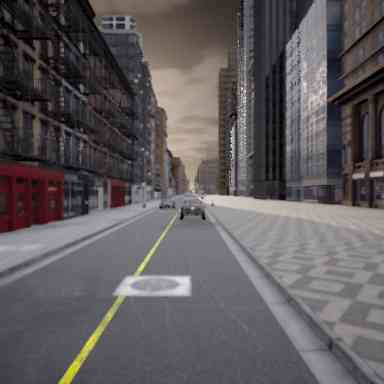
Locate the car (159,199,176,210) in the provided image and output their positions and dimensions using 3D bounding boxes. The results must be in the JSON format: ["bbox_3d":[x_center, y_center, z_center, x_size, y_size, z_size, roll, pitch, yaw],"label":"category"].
[{"bbox_3d":[-3.100,1.585,42.960,1.994,1.385,4.181,0,0,0],"label":"car"}]

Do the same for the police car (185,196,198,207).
[{"bbox_3d":[-0.025,1.453,52.133,1.930,1.638,5.238,0,0,0],"label":"police car"}]

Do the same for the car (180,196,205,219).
[{"bbox_3d":[0.068,1.363,29.299,2.097,1.767,4.553,0,0,0],"label":"car"}]
